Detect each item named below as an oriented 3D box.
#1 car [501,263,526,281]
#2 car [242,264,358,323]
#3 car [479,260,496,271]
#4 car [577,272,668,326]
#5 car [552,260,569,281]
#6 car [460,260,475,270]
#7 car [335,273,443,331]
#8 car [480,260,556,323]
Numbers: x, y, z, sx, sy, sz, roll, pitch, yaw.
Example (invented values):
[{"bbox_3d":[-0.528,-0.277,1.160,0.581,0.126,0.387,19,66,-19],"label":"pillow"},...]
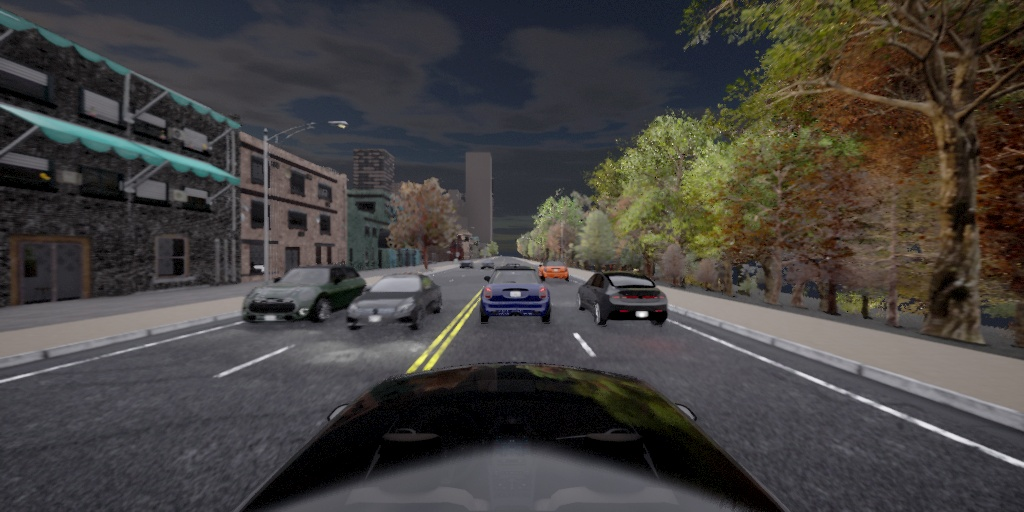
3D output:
[{"bbox_3d":[0.095,1.309,30.639,1.994,1.385,4.181,0,0,0],"label":"car"},{"bbox_3d":[-6.601,1.100,12.033,2.097,1.767,4.553,0,0,0],"label":"car"},{"bbox_3d":[-3.457,1.289,51.452,2.033,1.411,5.357,0,0,-1],"label":"car"},{"bbox_3d":[3.349,1.253,11.653,1.837,1.490,4.892,0,0,0],"label":"car"},{"bbox_3d":[3.345,1.097,29.541,2.097,1.767,4.553,0,0,0],"label":"car"},{"bbox_3d":[-6.730,1.289,54.351,2.033,1.411,5.357,0,0,0],"label":"car"},{"bbox_3d":[-3.352,1.274,11.103,1.812,1.442,4.674,0,0,0],"label":"car"},{"bbox_3d":[0.099,1.100,12.313,2.097,1.767,4.553,0,0,0],"label":"car"}]
